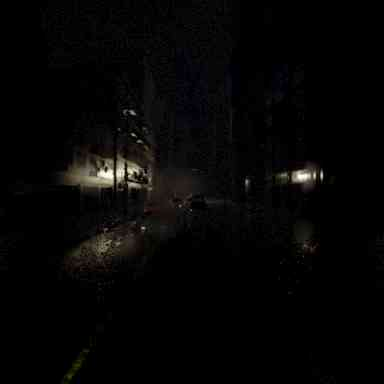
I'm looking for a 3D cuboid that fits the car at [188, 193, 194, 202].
[{"bbox_3d":[0.862,1.334,53.858,2.150,2.045,5.566,0,0,0],"label":"car"}]

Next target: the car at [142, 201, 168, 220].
[{"bbox_3d":[-3.119,1.507,28.837,1.882,1.535,5.008,0,0,0],"label":"car"}]

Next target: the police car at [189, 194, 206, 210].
[{"bbox_3d":[0.868,1.502,43.937,1.930,1.638,5.238,0,0,0],"label":"police car"}]

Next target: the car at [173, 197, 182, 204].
[{"bbox_3d":[-3.051,1.754,70.169,1.895,1.301,4.718,0,0,0],"label":"car"}]

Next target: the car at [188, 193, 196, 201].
[{"bbox_3d":[-0.069,1.356,94.940,2.150,2.045,5.566,0,0,0],"label":"car"}]
